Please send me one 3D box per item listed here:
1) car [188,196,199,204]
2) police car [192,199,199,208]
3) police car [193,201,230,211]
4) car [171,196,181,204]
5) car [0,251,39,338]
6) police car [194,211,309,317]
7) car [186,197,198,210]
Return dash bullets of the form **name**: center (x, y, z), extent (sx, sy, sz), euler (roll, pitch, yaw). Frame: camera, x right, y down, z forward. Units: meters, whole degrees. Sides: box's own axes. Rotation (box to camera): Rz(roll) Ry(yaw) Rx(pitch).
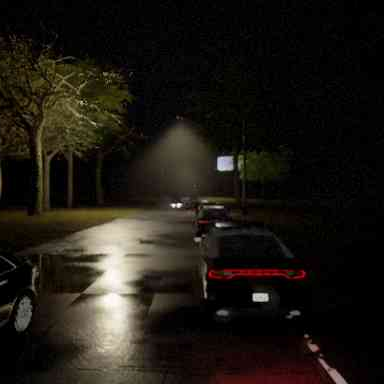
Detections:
- **car**: center (0.328, 1.620, 65.366), extent (2.033, 1.411, 5.357), euler (0, 0, 0)
- **police car**: center (1.171, 1.545, 23.823), extent (1.930, 1.638, 5.238), euler (0, 0, 0)
- **police car**: center (1.142, 1.518, 17.825), extent (1.930, 1.638, 5.238), euler (0, 0, 0)
- **car**: center (-3.163, 1.551, 66.997), extent (2.128, 1.511, 4.902), euler (0, 1, 0)
- **car**: center (-3.577, 1.527, 3.890), extent (1.837, 1.490, 4.892), euler (0, 0, 0)
- **police car**: center (1.092, 1.466, 7.825), extent (1.930, 1.638, 5.238), euler (0, 0, 0)
- **car**: center (0.267, 1.627, 45.814), extent (2.128, 1.511, 4.902), euler (0, 0, 1)
